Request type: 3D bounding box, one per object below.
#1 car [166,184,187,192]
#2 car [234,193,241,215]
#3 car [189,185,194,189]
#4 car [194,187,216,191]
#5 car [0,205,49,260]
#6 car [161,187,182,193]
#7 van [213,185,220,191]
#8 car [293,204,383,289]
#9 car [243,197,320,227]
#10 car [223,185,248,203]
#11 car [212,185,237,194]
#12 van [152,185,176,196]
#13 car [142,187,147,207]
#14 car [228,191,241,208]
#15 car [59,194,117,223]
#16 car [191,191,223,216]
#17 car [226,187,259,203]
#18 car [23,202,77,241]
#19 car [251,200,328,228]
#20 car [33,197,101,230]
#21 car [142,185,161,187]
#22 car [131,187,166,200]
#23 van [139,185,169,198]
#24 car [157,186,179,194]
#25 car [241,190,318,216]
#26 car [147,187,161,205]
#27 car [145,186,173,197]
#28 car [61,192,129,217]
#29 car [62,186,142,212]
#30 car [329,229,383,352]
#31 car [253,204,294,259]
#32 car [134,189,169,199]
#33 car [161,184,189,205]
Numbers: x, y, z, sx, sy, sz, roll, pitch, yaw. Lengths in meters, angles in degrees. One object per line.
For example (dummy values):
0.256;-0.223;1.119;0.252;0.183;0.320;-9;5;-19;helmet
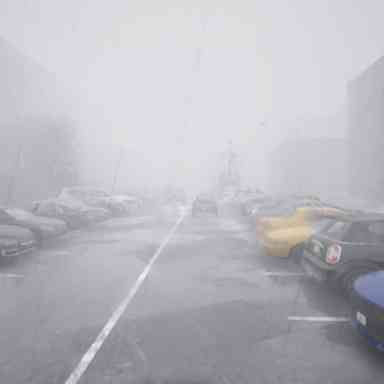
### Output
-4.317;-1.178;93.789;5.566;2.045;2.435;0;2;2;car
5.458;1.052;21.959;4.792;1.488;2.163;0;2;2;car
-0.265;-0.825;77.741;1.812;1.442;4.674;0;2;2;car
1.566;0.483;42.140;2.128;1.511;4.902;0;2;2;car
-7.340;1.300;10.073;4.892;1.521;2.231;0;1;2;car
-4.873;-0.526;79.843;4.792;1.488;2.163;0;2;2;car
7.406;-0.589;74.091;4.442;1.987;1.878;0;2;2;van
4.875;1.282;7.276;4.553;1.767;2.185;0;1;2;car
5.230;1.176;16.214;4.892;1.521;2.231;0;2;2;car
5.877;0.459;33.693;5.566;2.045;2.435;0;2;2;car
7.417;-0.688;76.882;5.566;2.045;2.435;0;2;2;car
-5.324;-0.336;63.087;4.442;1.987;1.878;0;2;2;van
-6.672;0.657;29.479;4.553;1.767;2.185;0;2;2;car
5.640;0.903;27.956;4.674;1.452;2.002;0;2;2;car
-7.041;1.077;18.443;4.892;1.521;2.231;0;2;2;car
0.965;0.930;25.295;2.128;1.511;4.902;0;2;2;car
5.716;0.659;30.888;4.553;1.767;2.185;0;2;2;car
-7.236;1.264;12.861;4.674;1.452;2.002;0;2;2;car
5.299;1.254;13.148;5.366;1.575;1.946;0;2;2;car
-7.132;1.155;15.527;4.892;1.521;2.231;0;2;2;car
-6.165;0.157;43.554;5.566;2.045;2.435;0;2;2;car
-6.008;0.209;46.347;4.553;1.767;2.185;0;2;2;car
-5.956;-0.040;51.932;4.442;1.987;1.878;0;2;2;van
-5.110;-0.459;71.463;4.553;1.767;2.185;0;2;2;car
5.356;0.975;19.020;4.553;1.767;2.185;0;2;2;car
-6.267;0.512;40.772;4.792;1.488;2.163;0;2;2;car
-5.671;-0.088;57.512;4.553;1.767;2.185;0;2;2;car
-6.929;1.002;21.233;5.008;1.535;2.097;0;2;2;car
-6.806;0.677;24.017;5.566;2.045;2.435;0;2;2;car
4.809;1.460;4.450;5.008;1.535;2.097;0;1;2;car
4.825;1.331;10.224;5.366;1.575;1.946;0;2;2;car
-5.968;0.290;49.142;4.792;1.488;2.163;0;2;2;car
-1.805;0.332;37.248;2.150;2.045;5.566;0;2;2;car
